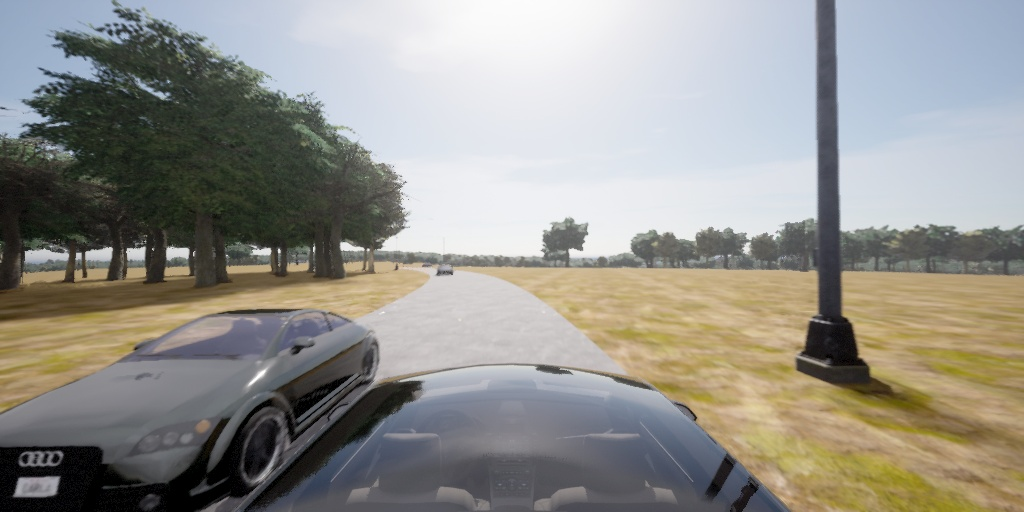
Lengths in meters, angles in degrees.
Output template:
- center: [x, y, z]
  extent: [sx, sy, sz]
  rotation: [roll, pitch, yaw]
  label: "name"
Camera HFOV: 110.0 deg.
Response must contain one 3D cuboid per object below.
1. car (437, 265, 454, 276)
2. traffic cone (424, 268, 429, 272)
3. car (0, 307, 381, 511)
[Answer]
- center: [-8.604, 1.800, 46.090]
  extent: [1.994, 1.385, 4.181]
  rotation: [0, -1, -14]
  label: "car"
- center: [-14.557, 2.423, 62.131]
  extent: [0.340, 0.580, 0.340]
  rotation: [0, 0, -20]
  label: "traffic cone"
- center: [-3.180, 1.362, 4.369]
  extent: [1.994, 1.385, 4.181]
  rotation: [0, -1, -1]
  label: "car"
